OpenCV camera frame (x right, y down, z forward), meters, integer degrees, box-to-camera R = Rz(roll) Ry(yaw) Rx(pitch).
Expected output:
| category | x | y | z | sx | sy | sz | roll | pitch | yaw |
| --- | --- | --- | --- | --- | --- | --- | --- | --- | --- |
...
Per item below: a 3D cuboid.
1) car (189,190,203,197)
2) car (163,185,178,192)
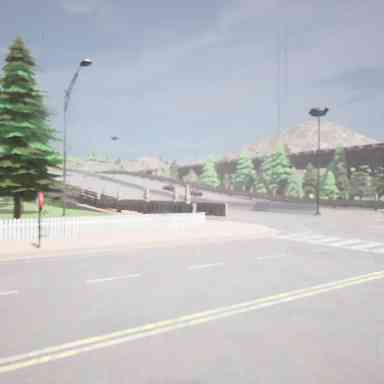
| category | x | y | z | sx | sy | sz | roll | pitch | yaw |
| --- | --- | --- | --- | --- | --- | --- | --- | --- | --- |
| car | 0.459 | 0.201 | 69.693 | 1.812 | 1.442 | 4.674 | 1 | 6 | -35 |
| car | -4.981 | -0.983 | 77.303 | 2.128 | 1.511 | 4.902 | 1 | 7 | -35 |
